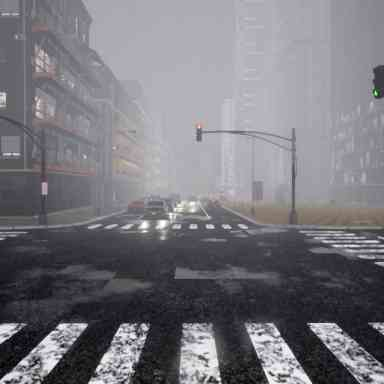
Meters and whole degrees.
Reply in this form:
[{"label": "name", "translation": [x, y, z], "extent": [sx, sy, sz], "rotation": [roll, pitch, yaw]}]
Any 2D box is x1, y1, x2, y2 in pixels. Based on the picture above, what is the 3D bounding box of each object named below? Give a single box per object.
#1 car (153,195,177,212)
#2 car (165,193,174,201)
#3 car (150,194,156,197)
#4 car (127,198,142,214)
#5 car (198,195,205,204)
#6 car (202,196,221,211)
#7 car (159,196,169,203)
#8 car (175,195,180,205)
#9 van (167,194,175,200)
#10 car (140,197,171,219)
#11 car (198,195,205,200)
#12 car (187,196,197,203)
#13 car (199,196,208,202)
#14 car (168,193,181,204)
[{"label": "car", "translation": [-3.128, 1.473, 38.881], "extent": [1.882, 1.535, 5.008], "rotation": [0, 0, 0]}, {"label": "car", "translation": [-5.777, 1.322, 86.203], "extent": [2.192, 1.841, 5.009], "rotation": [-1, 0, 0]}, {"label": "car", "translation": [-5.737, 1.436, 41.012], "extent": [1.967, 1.590, 4.097], "rotation": [-1, 0, 0]}, {"label": "car", "translation": [-5.730, 1.540, 35.363], "extent": [1.887, 1.381, 4.507], "rotation": [-1, 0, 0]}, {"label": "car", "translation": [2.593, 1.551, 63.672], "extent": [2.008, 1.369, 4.403], "rotation": [-1, 0, 0]}, {"label": "car", "translation": [2.612, 1.540, 41.076], "extent": [1.887, 1.381, 4.507], "rotation": [-1, 0, 0]}, {"label": "car", "translation": [-5.759, 1.584, 69.257], "extent": [1.802, 1.307, 4.206], "rotation": [-1, 0, 0]}, {"label": "car", "translation": [-3.130, 1.522, 48.764], "extent": [1.812, 1.442, 4.674], "rotation": [0, 0, 0]}, {"label": "van", "translation": [-5.781, 1.350, 91.851], "extent": [1.690, 1.788, 3.998], "rotation": [-1, 0, 0]}, {"label": "car", "translation": [-3.123, 1.501, 29.334], "extent": [1.837, 1.490, 4.892], "rotation": [0, 0, 0]}, {"label": "car", "translation": [2.569, 1.535, 92.087], "extent": [1.752, 1.417, 4.829], "rotation": [-1, 0, 0]}, {"label": "car", "translation": [0.043, 1.479, 69.792], "extent": [1.882, 1.535, 5.008], "rotation": [0, 0, 0]}, {"label": "car", "translation": [2.584, 1.548, 74.970], "extent": [1.887, 1.381, 4.507], "rotation": [-1, 0, 0]}, {"label": "car", "translation": [-3.089, 1.221, 59.321], "extent": [2.150, 2.045, 5.566], "rotation": [0, 0, 1]}]
